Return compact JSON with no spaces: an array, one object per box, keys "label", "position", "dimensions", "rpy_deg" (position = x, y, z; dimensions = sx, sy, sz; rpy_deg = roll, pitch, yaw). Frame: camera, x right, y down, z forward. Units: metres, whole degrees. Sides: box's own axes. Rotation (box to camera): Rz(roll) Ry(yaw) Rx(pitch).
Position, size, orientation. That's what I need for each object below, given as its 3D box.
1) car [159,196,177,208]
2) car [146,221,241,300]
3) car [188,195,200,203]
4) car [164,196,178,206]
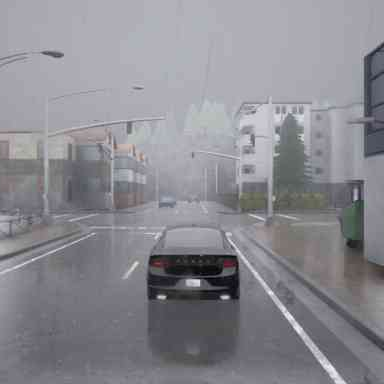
[{"label":"car","position":[-3.609,1.477,47.401],"dimensions":[1.882,1.535,5.008],"rpy_deg":[0,0,0]},{"label":"car","position":[0.047,1.478,8.434],"dimensions":[1.882,1.535,5.008],"rpy_deg":[0,0,1]},{"label":"car","position":[0.470,1.353,69.707],"dimensions":[2.097,1.767,4.553],"rpy_deg":[0,0,7]},{"label":"car","position":[-3.591,1.491,57.752],"dimensions":[2.128,1.511,4.902],"rpy_deg":[0,0,0]}]
